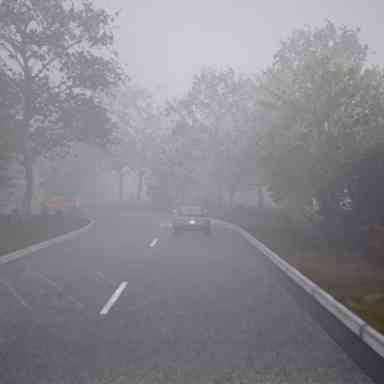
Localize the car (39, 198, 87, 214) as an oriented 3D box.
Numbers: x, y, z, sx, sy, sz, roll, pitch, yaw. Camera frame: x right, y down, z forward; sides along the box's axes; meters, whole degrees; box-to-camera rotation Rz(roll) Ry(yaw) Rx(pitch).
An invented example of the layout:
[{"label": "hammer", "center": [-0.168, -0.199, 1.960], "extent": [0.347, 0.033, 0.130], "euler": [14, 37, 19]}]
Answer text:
[{"label": "car", "center": [-13.069, 1.391, 33.723], "extent": [4.553, 1.767, 2.097], "euler": [0, -3, 11]}]

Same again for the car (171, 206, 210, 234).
[{"label": "car", "center": [-0.126, 1.485, 18.770], "extent": [1.994, 1.385, 4.181], "euler": [0, 0, -4]}]
